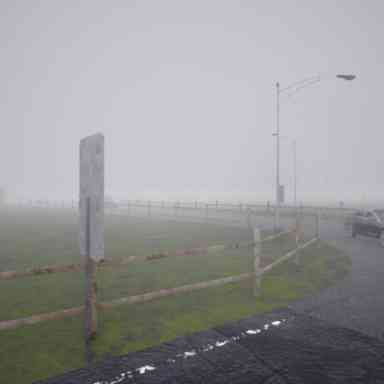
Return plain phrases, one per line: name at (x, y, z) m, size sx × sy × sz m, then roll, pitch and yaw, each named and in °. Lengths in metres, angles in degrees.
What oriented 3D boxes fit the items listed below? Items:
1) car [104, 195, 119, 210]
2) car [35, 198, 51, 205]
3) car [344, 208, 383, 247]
car at (-12.066, 1.417, 45.288) m, size 2.150 × 2.045 × 5.566 m, roll 0°, pitch 0°, yaw -39°
car at (-30.357, 1.836, 67.519) m, size 2.033 × 1.411 × 5.357 m, roll 0°, pitch 0°, yaw -39°
car at (8.695, 1.515, 15.041) m, size 2.128 × 1.511 × 4.902 m, roll 1°, pitch 0°, yaw -1°
